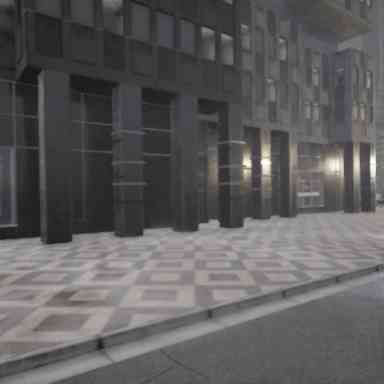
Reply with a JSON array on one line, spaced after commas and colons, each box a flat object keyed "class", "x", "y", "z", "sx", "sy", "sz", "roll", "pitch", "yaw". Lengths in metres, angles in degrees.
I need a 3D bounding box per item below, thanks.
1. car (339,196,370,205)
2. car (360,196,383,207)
[{"class": "car", "x": 28.300, "y": 1.378, "z": 57.894, "sx": 1.887, "sy": 1.381, "sz": 4.507, "roll": -1, "pitch": 1, "yaw": -36}, {"class": "car", "x": 24.672, "y": 1.534, "z": 48.336, "sx": 1.887, "sy": 1.381, "sz": 4.507, "roll": -1, "pitch": 1, "yaw": -36}]
